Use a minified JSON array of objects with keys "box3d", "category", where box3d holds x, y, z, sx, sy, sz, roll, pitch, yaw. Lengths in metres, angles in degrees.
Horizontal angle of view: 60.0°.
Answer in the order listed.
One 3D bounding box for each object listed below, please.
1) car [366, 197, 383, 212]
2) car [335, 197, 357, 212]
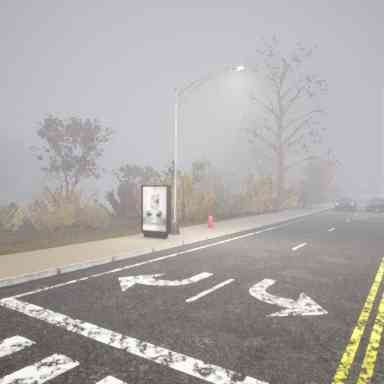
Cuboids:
[{"box3d":[21.330,1.392,38.257,2.097,1.767,4.553,0,0,30],"category":"car"},{"box3d":[18.519,1.389,39.887,2.097,1.767,4.553,0,0,30],"category":"car"}]
